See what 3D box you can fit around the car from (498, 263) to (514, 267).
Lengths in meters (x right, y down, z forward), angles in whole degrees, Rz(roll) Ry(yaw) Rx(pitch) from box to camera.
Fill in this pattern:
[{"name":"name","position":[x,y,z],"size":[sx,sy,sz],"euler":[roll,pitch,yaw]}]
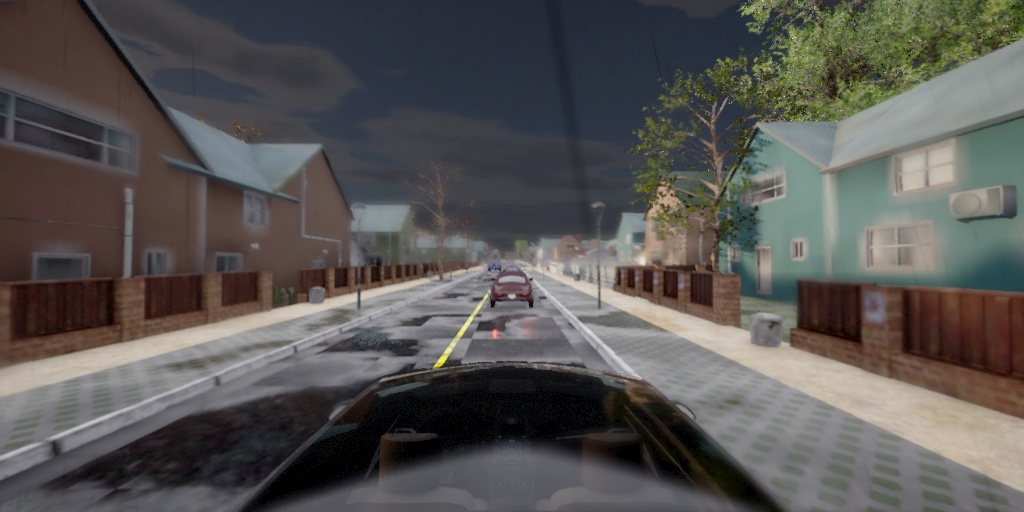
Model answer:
[{"name":"car","position":[0.009,1.590,31.161],"size":[1.994,1.385,4.181],"euler":[0,0,0]}]

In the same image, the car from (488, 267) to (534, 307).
[{"name":"car","position":[0.007,1.414,16.261],"size":[1.812,1.442,4.674],"euler":[0,0,0]}]

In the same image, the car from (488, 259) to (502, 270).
[{"name":"car","position":[-2.741,1.477,58.577],"size":[2.150,2.045,5.566],"euler":[0,-1,0]}]
